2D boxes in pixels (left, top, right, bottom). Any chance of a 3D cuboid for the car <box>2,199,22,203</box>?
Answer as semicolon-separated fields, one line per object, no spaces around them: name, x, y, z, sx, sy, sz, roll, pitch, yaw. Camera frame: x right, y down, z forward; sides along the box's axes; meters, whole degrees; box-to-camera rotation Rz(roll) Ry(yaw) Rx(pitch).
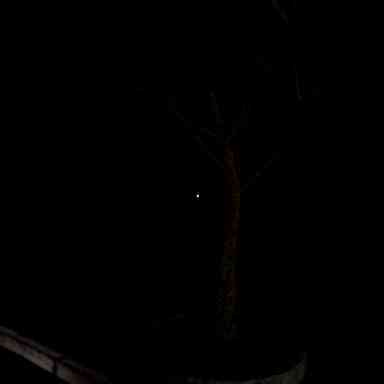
car;-21.334;1.312;38.623;1.994;1.385;4.181;1;0;32
